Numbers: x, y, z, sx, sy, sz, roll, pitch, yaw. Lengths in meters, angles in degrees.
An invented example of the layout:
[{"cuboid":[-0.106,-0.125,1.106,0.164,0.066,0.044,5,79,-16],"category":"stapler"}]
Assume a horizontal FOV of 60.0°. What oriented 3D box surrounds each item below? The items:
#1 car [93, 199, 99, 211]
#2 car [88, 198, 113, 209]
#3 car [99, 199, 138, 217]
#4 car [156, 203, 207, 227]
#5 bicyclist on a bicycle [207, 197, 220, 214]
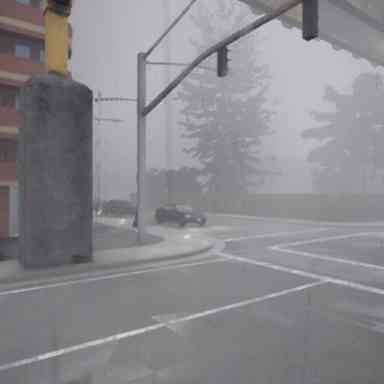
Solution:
[{"cuboid":[-12.812,1.511,40.204,1.837,1.490,4.892,0,0,-35],"category":"car"},{"cuboid":[-12.883,1.610,46.659,1.895,1.301,4.718,0,0,-34],"category":"car"},{"cuboid":[-6.833,1.485,31.704,1.882,1.535,5.008,0,0,-35],"category":"car"},{"cuboid":[-0.887,1.533,23.321,1.812,1.442,4.674,0,0,-36],"category":"car"},{"cuboid":[2.062,1.316,32.079,1.656,1.620,0.582,0,0,-35],"category":"bicyclist on a bicycle"}]
